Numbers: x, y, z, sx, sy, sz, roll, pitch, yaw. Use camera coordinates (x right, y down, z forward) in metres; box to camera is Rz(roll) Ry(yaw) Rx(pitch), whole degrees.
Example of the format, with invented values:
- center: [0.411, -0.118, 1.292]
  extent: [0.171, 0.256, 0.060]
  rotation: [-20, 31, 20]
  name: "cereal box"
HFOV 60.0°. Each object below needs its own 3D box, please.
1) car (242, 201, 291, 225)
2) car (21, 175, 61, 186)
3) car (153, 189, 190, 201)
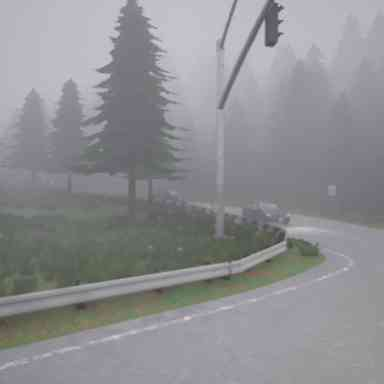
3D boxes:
- center: [5.004, 1.368, 23.089]
  extent: [1.812, 1.442, 4.674]
  rotation: [0, 2, -14]
  name: "car"
- center: [-17.734, -1.141, 39.320]
  extent: [4.553, 1.767, 2.097]
  rotation: [5, 1, 11]
  name: "car"
- center: [-2.389, 0.465, 34.783]
  extent: [4.674, 1.442, 1.812]
  rotation: [7, 4, 34]
  name: "car"
